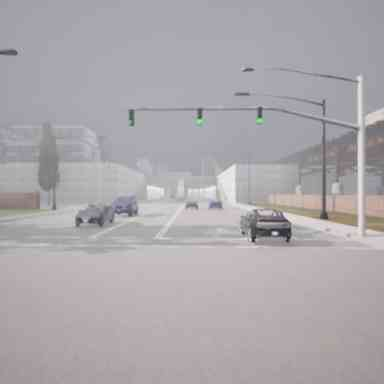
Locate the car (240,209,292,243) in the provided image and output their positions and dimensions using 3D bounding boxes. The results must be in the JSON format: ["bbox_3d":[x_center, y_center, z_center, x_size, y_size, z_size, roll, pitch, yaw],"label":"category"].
[{"bbox_3d":[3.600,1.597,16.835,2.128,1.511,4.902,0,0,0],"label":"car"}]

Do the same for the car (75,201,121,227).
[{"bbox_3d":[-7.032,1.651,24.480,2.128,1.511,4.902,0,0,0],"label":"car"}]

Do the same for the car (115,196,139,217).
[{"bbox_3d":[-7.022,1.442,34.882,2.150,2.045,5.566,0,0,0],"label":"car"}]

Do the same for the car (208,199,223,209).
[{"bbox_3d":[3.501,1.777,49.903,1.882,1.535,5.008,0,0,0],"label":"car"}]

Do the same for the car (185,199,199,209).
[{"bbox_3d":[0.002,1.829,50.028,1.812,1.442,4.674,0,0,0],"label":"car"}]
